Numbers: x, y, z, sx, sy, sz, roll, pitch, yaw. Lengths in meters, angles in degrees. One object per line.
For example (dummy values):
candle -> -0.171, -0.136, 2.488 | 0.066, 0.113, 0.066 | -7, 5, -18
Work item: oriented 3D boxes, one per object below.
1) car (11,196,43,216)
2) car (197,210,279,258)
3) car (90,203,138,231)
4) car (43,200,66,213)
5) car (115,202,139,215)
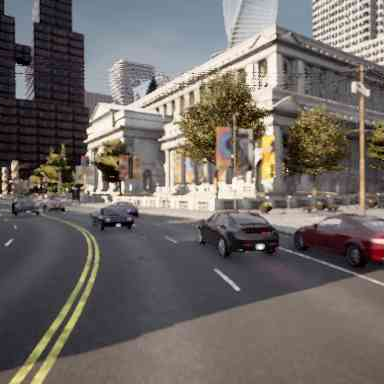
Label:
car -> -16.035, 1.229, 31.953 | 2.097, 1.767, 4.553 | -1, 0, -33
car -> 1.544, 1.469, 12.783 | 1.837, 1.490, 4.892 | 0, 0, -14
car -> -5.134, 1.603, 20.877 | 1.895, 1.301, 4.718 | 0, 0, -26
car -> -16.150, 1.603, 38.711 | 2.033, 1.411, 5.357 | -1, 0, -33
car -> -6.331, 1.559, 29.800 | 1.994, 1.385, 4.181 | 0, 0, -31
